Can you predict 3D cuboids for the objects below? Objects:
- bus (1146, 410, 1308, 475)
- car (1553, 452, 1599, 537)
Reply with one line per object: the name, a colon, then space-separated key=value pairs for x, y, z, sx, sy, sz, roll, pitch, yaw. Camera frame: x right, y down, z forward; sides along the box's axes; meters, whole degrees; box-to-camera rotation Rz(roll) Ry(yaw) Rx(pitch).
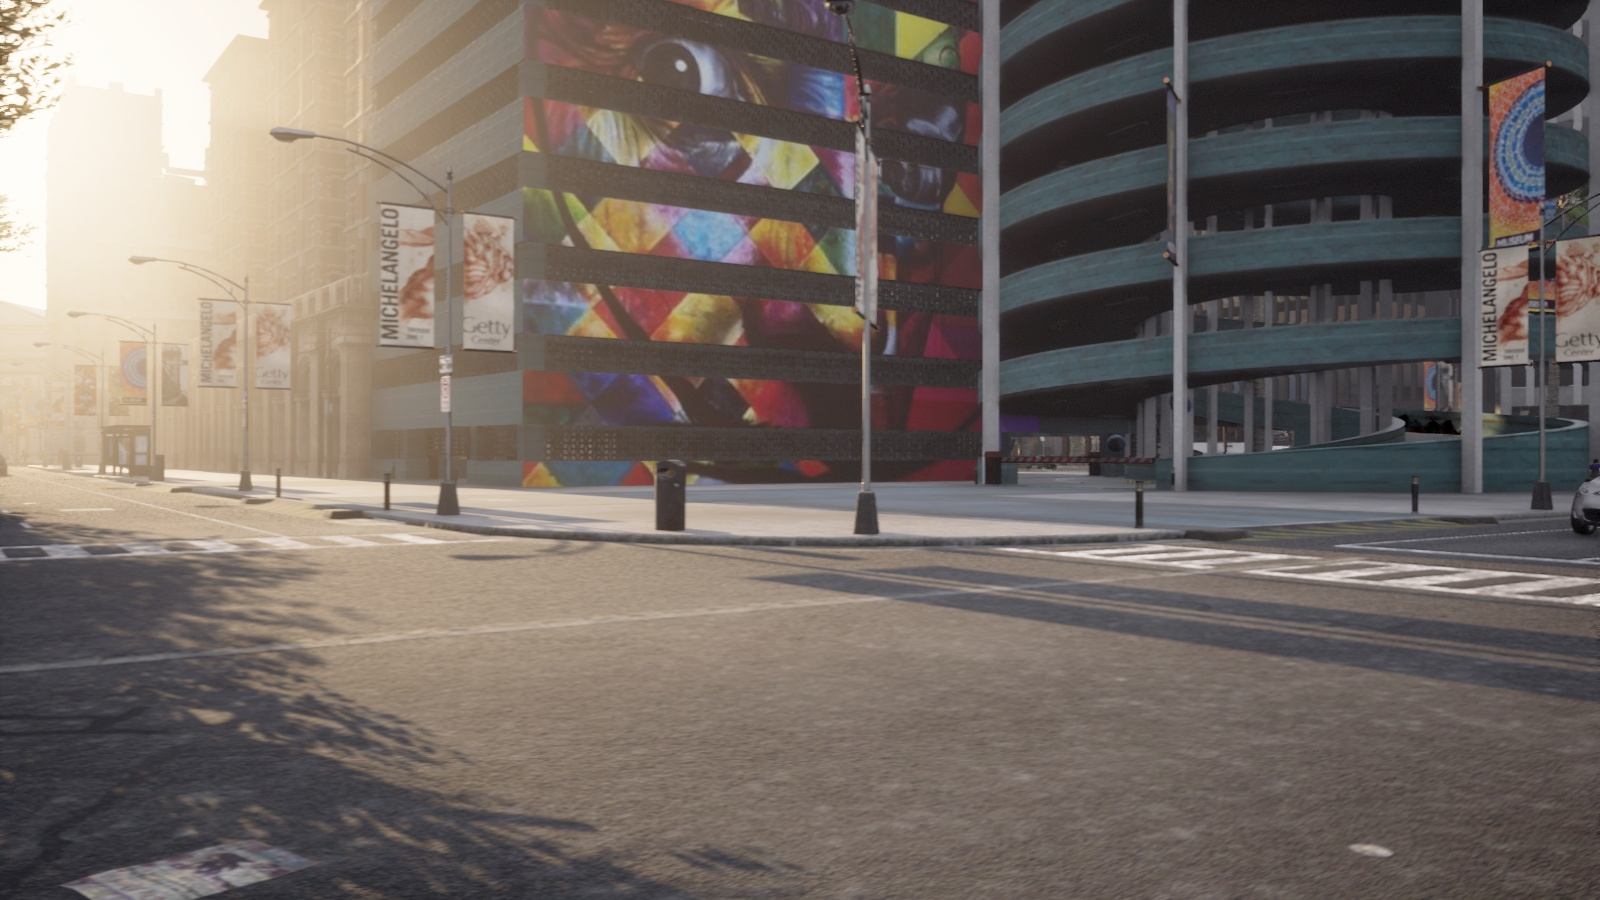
bus: x=29.438 y=-0.480 z=87.230 sx=3.944 sy=4.253 sz=10.273 roll=0 pitch=0 yaw=-35
car: x=15.738 y=0.782 z=23.149 sx=3.633 sy=1.501 sz=1.845 roll=0 pitch=0 yaw=-35
